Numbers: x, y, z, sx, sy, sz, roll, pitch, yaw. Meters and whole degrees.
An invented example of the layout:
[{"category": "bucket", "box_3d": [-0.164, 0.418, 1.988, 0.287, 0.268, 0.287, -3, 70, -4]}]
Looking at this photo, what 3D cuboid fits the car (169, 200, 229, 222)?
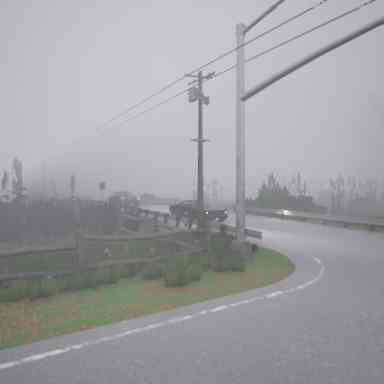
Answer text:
[{"category": "car", "box_3d": [0.364, 1.247, 22.286, 1.895, 1.301, 4.718, 0, 3, -33]}]
